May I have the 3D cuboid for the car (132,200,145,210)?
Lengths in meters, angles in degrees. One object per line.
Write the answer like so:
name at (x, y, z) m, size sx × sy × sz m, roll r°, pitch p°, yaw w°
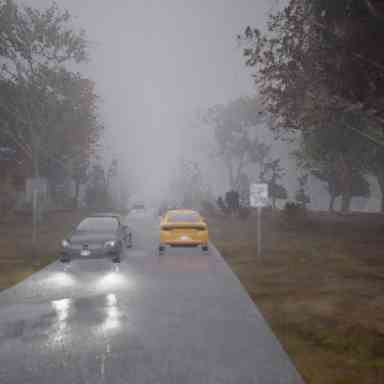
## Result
car at (-8.379, 2.017, 51.854) m, size 2.033 × 1.411 × 5.357 m, roll 1°, pitch -1°, yaw -11°

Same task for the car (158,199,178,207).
car at (-2.468, 1.569, 34.892) m, size 2.097 × 1.767 × 4.553 m, roll 1°, pitch -1°, yaw -8°

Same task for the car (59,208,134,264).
car at (-3.237, 1.535, 12.065) m, size 1.812 × 1.442 × 4.674 m, roll 0°, pitch 0°, yaw -3°

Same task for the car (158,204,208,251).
car at (-0.424, 1.515, 14.401) m, size 1.882 × 1.535 × 5.008 m, roll 0°, pitch 0°, yaw -3°
